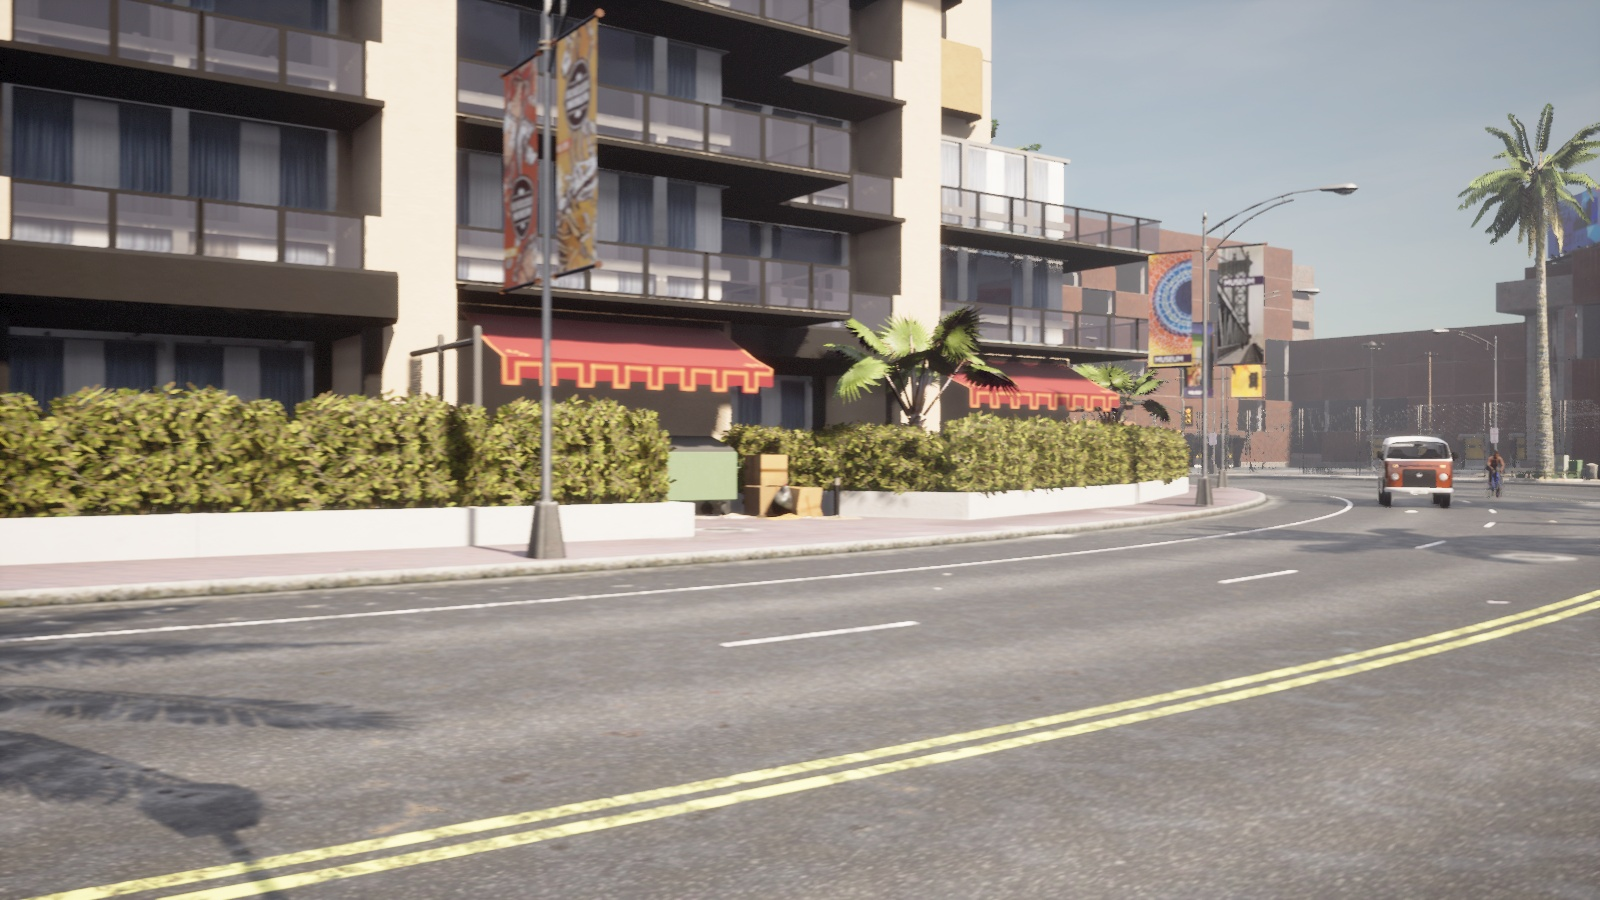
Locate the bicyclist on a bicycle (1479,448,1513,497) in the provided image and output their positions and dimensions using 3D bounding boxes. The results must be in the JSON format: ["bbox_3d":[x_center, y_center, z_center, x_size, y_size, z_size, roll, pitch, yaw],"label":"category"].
[{"bbox_3d":[23.655,0.759,42.697,0.582,1.620,1.656,-1,0,13],"label":"bicyclist on a bicycle"}]

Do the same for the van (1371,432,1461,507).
[{"bbox_3d":[17.881,0.526,36.651,2.069,2.038,4.480,0,0,22],"label":"van"}]
